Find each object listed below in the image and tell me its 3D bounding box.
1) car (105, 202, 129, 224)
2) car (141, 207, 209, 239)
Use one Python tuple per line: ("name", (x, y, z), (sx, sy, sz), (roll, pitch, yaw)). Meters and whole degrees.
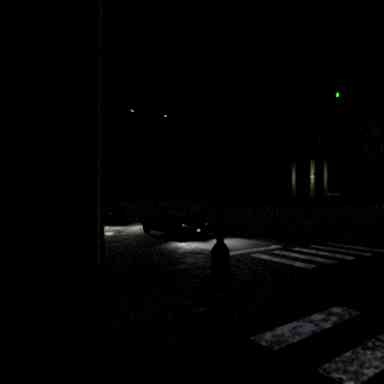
("car", (-6.426, 1.479, 25.029), (1.882, 1.535, 5.008), (0, 0, -36))
("car", (-1.050, 1.525, 17.565), (1.812, 1.442, 4.674), (0, 0, -36))
